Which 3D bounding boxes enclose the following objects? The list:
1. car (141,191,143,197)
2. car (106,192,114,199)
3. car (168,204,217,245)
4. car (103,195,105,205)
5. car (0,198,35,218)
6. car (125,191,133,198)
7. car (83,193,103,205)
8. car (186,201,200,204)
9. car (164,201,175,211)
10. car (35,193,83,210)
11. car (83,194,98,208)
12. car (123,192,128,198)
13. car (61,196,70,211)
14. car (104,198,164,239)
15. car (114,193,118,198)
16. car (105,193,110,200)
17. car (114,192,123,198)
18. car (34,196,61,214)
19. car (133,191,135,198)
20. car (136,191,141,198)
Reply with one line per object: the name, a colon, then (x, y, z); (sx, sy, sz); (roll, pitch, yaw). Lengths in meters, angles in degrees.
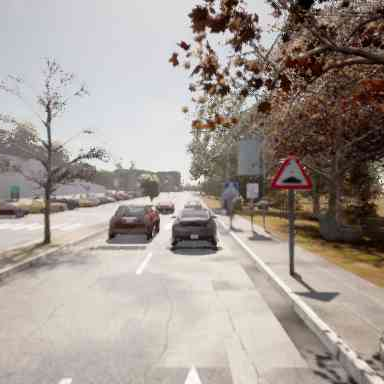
car: (-16.776, 0.828, 92.295); (4.553, 1.767, 2.185); (-1, 1, -20)
car: (-16.857, 1.255, 59.270); (4.553, 1.767, 2.185); (-1, 1, -20)
car: (0.097, 1.506, 15.205); (1.837, 1.490, 4.892); (0, -1, 0)
car: (-16.854, 1.476, 53.259); (4.792, 1.488, 2.163); (-1, 1, -20)
car: (-16.817, 1.556, 29.261); (4.792, 1.488, 2.163); (-1, 0, -20)
car: (-16.795, 0.914, 74.298); (5.566, 2.045, 2.435); (-1, 1, -20)
car: (-16.859, 1.222, 50.257); (5.566, 2.045, 2.435); (-1, 1, -20)
car: (0.100, 1.586, 33.580); (2.033, 1.411, 5.357); (0, 0, 0)
car: (-2.907, 1.638, 37.257); (1.895, 1.301, 4.718); (0, 0, 0)
car: (-16.813, 1.273, 41.277); (5.566, 2.045, 2.435); (-1, 0, -20)
car: (-16.660, 1.489, 47.331); (5.366, 1.575, 1.946); (-1, 0, -20)
car: (-16.791, 1.237, 71.299); (4.792, 1.488, 2.163); (-1, 1, -20)
car: (-16.842, 1.567, 38.258); (4.674, 1.452, 2.002); (-1, 0, -20)
car: (-2.901, 1.372, 17.645); (2.097, 1.767, 4.553); (0, 0, 0)
car: (-16.826, 1.381, 62.283); (4.674, 1.452, 2.002); (-1, 1, -20)
car: (-16.829, 1.459, 56.283); (4.674, 1.452, 2.002); (-1, 0, -20)
car: (-16.814, 1.298, 65.282); (5.008, 1.535, 2.097); (-1, 1, -20)
car: (-17.011, 1.529, 35.185); (5.366, 1.575, 1.946); (-1, 0, -20)
car: (-16.640, 1.117, 77.353); (5.366, 1.575, 1.946); (-1, 1, -20)
car: (-16.836, 0.764, 86.267); (5.566, 2.045, 2.435); (-1, 1, -20)
